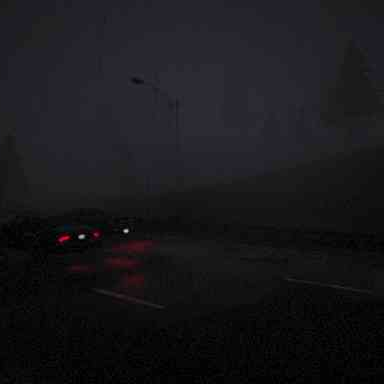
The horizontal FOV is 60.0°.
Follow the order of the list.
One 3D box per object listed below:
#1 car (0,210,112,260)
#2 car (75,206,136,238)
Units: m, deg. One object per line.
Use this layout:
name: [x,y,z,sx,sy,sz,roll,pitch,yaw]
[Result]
car: [-5.644,1.504,12.316,5.357,1.411,2.033,0,0,35]
car: [-4.874,1.455,16.064,4.892,1.490,1.837,0,0,36]
